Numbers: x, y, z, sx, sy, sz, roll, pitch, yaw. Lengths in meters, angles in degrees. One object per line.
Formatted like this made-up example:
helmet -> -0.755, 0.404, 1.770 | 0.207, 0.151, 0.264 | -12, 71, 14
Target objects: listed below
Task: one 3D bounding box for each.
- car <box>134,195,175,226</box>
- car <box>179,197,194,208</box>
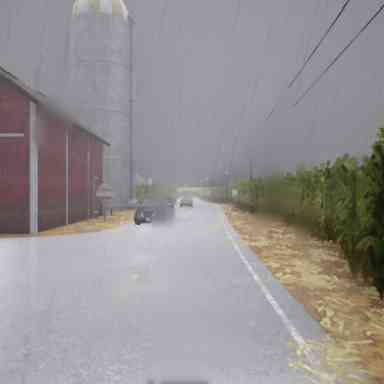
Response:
car -> -2.590, 1.340, 24.333 | 2.150, 2.045, 5.566 | 0, 2, 6
car -> -0.765, 1.509, 49.120 | 1.837, 1.490, 4.892 | 0, 0, 4
